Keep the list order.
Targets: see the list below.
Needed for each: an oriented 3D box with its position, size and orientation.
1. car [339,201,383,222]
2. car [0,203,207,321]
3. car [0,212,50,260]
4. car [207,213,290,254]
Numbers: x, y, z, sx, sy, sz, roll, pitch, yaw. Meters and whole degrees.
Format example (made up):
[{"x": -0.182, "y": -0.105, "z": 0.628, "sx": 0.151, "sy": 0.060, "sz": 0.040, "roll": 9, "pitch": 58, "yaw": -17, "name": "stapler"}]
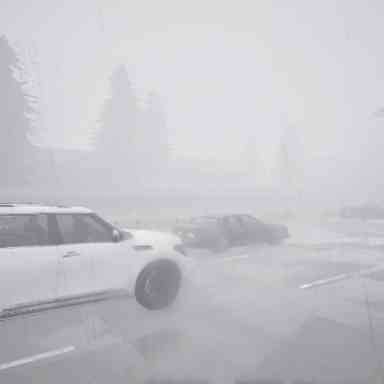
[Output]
[{"x": 13.733, "y": 1.485, "z": 26.449, "sx": 5.008, "sy": 1.535, "sz": 1.882, "roll": 0, "pitch": 0, "yaw": -36, "name": "car"}, {"x": -2.639, "y": 1.222, "z": 6.162, "sx": 5.566, "sy": 2.045, "sz": 2.150, "roll": 0, "pitch": 0, "yaw": -36, "name": "car"}, {"x": -7.517, "y": 1.524, "z": 11.283, "sx": 4.674, "sy": 1.442, "sz": 1.812, "roll": 0, "pitch": 0, "yaw": -36, "name": "car"}, {"x": 1.583, "y": 1.549, "z": 13.477, "sx": 5.357, "sy": 1.411, "sz": 2.033, "roll": 0, "pitch": 0, "yaw": -36, "name": "car"}]
